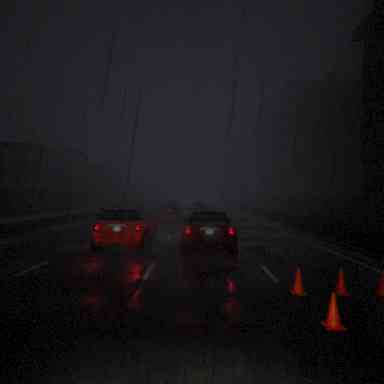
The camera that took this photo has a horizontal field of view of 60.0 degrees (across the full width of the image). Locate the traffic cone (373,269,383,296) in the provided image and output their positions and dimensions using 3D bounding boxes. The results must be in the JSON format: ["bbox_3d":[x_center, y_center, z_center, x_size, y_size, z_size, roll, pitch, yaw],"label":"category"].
[{"bbox_3d":[4.493,2.098,7.793,0.340,0.580,0.340,1,-1,1],"label":"traffic cone"}]

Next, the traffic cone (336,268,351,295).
[{"bbox_3d":[3.493,2.083,7.804,0.340,0.580,0.340,1,-1,1],"label":"traffic cone"}]

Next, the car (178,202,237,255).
[{"bbox_3d":[0.660,1.495,14.128,2.097,1.767,4.553,1,-1,1],"label":"car"}]

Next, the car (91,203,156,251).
[{"bbox_3d":[-2.832,1.447,14.784,2.097,1.767,4.553,1,-1,1],"label":"car"}]

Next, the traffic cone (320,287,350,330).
[{"bbox_3d":[2.471,2.048,5.815,0.340,0.580,0.340,1,-1,1],"label":"traffic cone"}]

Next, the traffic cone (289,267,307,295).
[{"bbox_3d":[2.493,2.067,7.815,0.340,0.580,0.340,1,-1,1],"label":"traffic cone"}]

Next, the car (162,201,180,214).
[{"bbox_3d":[-2.549,1.844,40.502,1.837,1.490,4.892,1,-1,1],"label":"car"}]

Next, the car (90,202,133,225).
[{"bbox_3d":[-6.206,1.643,26.287,2.128,1.511,4.902,1,-1,1],"label":"car"}]
